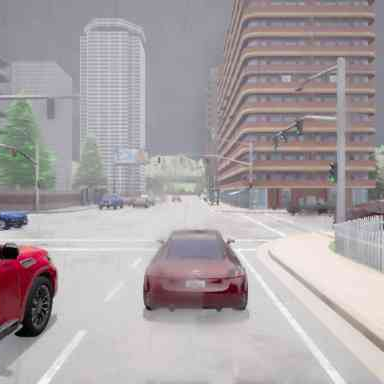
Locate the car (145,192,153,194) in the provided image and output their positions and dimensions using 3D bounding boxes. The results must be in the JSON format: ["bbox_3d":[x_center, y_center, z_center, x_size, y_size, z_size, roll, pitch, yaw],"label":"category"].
[{"bbox_3d":[-10.567,1.225,74.763,2.150,2.045,5.566,0,0,0],"label":"car"}]

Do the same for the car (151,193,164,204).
[{"bbox_3d":[-7.093,1.526,66.025,1.812,1.442,4.674,0,0,0],"label":"car"}]

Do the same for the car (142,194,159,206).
[{"bbox_3d":[-7.138,1.526,55.762,1.812,1.442,4.674,0,0,0],"label":"car"}]

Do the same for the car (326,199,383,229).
[{"bbox_3d":[11.267,1.422,20.491,5.008,1.535,1.882,0,0,-9],"label":"car"}]

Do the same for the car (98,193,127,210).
[{"bbox_3d":[-10.615,1.221,44.048,2.150,2.045,5.566,0,0,2],"label":"car"}]

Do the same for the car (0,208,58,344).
[{"bbox_3d":[-3.434,1.221,3.496,2.150,2.045,5.566,0,0,0],"label":"car"}]

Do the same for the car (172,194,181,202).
[{"bbox_3d":[-3.570,1.355,77.687,2.097,1.767,4.553,0,0,0],"label":"car"}]

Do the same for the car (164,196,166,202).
[{"bbox_3d":[-7.069,1.499,76.463,1.837,1.490,4.892,0,0,0],"label":"car"}]

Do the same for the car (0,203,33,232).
[{"bbox_3d":[-12.324,1.459,19.597,5.008,1.535,1.882,0,0,0],"label":"car"}]

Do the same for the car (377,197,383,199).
[{"bbox_3d":[16.552,1.422,29.075,5.008,1.535,1.882,0,0,-20],"label":"car"}]

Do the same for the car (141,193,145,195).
[{"bbox_3d":[-10.602,1.505,64.235,1.837,1.490,4.892,0,0,0],"label":"car"}]

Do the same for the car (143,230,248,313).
[{"bbox_3d":[0.086,1.564,7.775,1.994,1.385,4.181,0,0,1],"label":"car"}]

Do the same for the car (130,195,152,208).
[{"bbox_3d":[-7.124,1.526,46.905,1.812,1.442,4.674,0,0,-2],"label":"car"}]

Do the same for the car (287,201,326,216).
[{"bbox_3d":[11.395,1.545,31.343,4.718,1.301,1.895,0,0,-12],"label":"car"}]

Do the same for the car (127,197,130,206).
[{"bbox_3d":[-10.638,1.526,53.803,1.812,1.442,4.674,0,0,0],"label":"car"}]

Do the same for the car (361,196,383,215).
[{"bbox_3d":[19.834,1.297,34.194,4.553,1.767,2.097,0,0,-27],"label":"car"}]
